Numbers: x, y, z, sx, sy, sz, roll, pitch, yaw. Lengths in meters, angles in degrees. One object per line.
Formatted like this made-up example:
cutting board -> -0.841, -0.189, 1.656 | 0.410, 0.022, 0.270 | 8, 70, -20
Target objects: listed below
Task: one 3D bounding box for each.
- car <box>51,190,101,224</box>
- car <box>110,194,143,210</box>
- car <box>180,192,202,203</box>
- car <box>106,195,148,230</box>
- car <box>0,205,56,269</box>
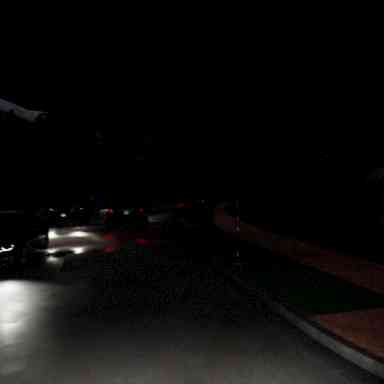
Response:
car -> -7.519, 0.921, 21.827 | 2.150, 2.045, 5.566 | -1, 1, -3
car -> -6.785, 1.013, 34.824 | 1.994, 1.385, 4.181 | 0, 1, 10
car -> -0.061, 0.673, 45.623 | 2.128, 1.511, 4.902 | 0, 1, 21
car -> -3.641, 1.064, 19.267 | 2.097, 1.767, 4.553 | -1, 1, -7
car -> -5.922, 1.401, 10.666 | 1.837, 1.490, 4.892 | -1, 1, -12
